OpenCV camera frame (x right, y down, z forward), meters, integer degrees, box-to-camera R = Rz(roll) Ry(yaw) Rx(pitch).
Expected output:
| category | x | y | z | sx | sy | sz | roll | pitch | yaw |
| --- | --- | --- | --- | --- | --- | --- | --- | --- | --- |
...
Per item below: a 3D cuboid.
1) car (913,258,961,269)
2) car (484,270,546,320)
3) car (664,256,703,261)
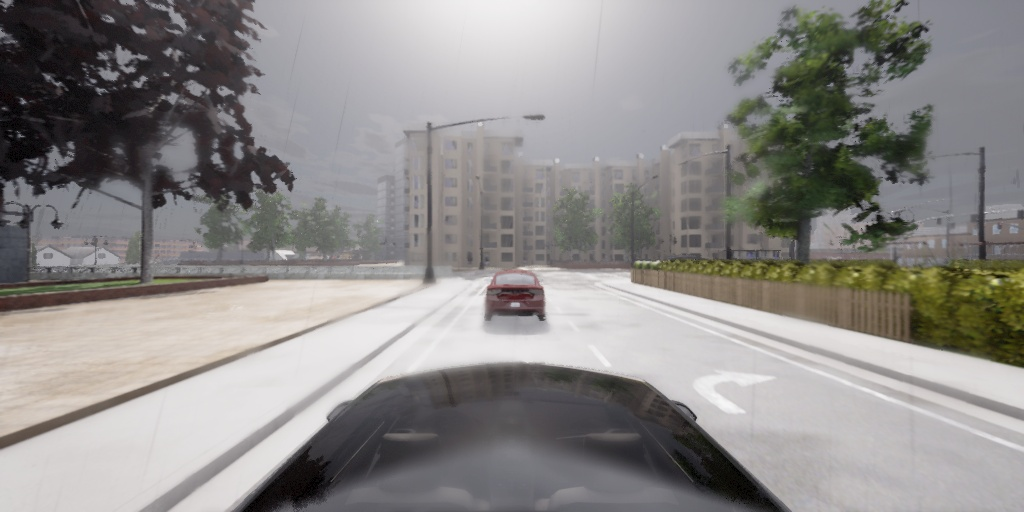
| category | x | y | z | sx | sy | sz | roll | pitch | yaw |
| --- | --- | --- | --- | --- | --- | --- | --- | --- | --- |
| car | 46.104 | 1.056 | 38.490 | 4.553 | 1.767 | 2.097 | 0 | 0 | 1 |
| car | 0.099 | 1.237 | 12.679 | 1.882 | 1.535 | 5.008 | 0 | 0 | 0 |
| car | 17.653 | 1.002 | 35.407 | 5.566 | 2.045 | 2.150 | 0 | 0 | 4 |
